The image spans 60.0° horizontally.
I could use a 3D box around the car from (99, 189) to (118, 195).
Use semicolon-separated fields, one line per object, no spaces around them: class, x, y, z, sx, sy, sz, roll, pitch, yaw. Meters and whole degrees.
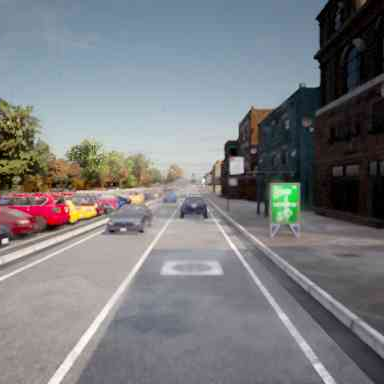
car;-22.069;0.010;88.045;4.553;1.767;2.185;0;1;1

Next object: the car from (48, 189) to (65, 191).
car;-22.339;0.683;51.972;4.553;1.767;2.185;0;1;1

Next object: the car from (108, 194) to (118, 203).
car;-9.503;1.196;29.612;4.892;1.521;2.231;0;1;1

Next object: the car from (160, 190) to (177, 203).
car;-3.199;0.824;48.960;1.882;1.535;5.008;0;1;1

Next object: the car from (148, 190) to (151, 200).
car;-9.262;0.842;51.876;4.792;1.488;2.163;0;1;1

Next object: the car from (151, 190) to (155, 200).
car;-9.242;0.752;57.441;4.674;1.452;2.002;0;1;1

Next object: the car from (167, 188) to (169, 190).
car;-8.985;0.230;85.268;4.674;1.452;2.002;0;1;1

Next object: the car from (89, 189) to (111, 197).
car;-22.082;0.166;79.816;4.553;1.767;2.185;0;1;1

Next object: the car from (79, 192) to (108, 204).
car;-9.492;1.117;26.702;4.553;1.767;2.185;0;1;1

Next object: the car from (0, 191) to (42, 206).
car;-22.416;0.829;43.619;4.553;1.767;2.185;0;1;1

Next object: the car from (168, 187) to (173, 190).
car;-8.746;0.082;90.831;5.366;1.575;1.946;0;1;1

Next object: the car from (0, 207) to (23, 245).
car;-9.621;1.494;12.913;4.792;1.488;2.163;0;1;1

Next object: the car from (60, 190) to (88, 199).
car;-22.299;0.480;63.111;4.553;1.767;2.185;0;1;1

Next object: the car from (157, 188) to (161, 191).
car;-9.348;0.555;65.791;5.366;1.575;1.946;0;1;1

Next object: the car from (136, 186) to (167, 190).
car;-9.057;0.150;74.132;5.566;2.045;2.435;0;1;1

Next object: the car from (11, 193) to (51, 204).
car;-22.425;0.946;46.407;4.674;1.452;2.002;0;1;1

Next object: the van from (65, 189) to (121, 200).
van;-9.588;0.922;32.392;4.442;1.987;1.878;0;1;1

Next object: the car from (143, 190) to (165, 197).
car;-9.028;0.297;79.702;4.892;1.521;2.231;0;1;1

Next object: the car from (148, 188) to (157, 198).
car;-9.183;0.536;60.220;4.553;1.767;2.185;0;1;1

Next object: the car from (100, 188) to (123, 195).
car;-22.039;-0.171;90.952;5.566;2.045;2.435;0;1;1

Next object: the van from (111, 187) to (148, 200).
van;-9.200;0.637;49.024;4.442;1.987;1.878;0;1;1

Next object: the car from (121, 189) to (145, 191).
car;-9.311;0.784;46.307;4.553;1.767;2.185;0;1;1

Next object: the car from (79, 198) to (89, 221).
car;-9.568;1.332;21.264;5.008;1.535;2.097;0;1;1

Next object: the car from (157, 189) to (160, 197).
car;-9.195;0.611;63.007;4.892;1.521;2.231;0;1;1

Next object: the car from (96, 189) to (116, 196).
car;-22.095;0.063;85.261;4.553;1.767;2.185;0;1;1

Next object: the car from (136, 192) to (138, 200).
car;-9.396;1.047;40.745;4.674;1.452;2.002;0;1;1

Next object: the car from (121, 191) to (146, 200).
car;-9.183;0.956;43.525;5.366;1.575;1.946;0;1;1

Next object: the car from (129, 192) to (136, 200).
car;-9.414;1.054;37.960;5.008;1.535;2.097;0;1;1

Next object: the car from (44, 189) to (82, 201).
car;-22.291;0.456;57.540;5.566;2.045;2.435;0;1;1

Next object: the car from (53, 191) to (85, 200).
car;-22.300;0.659;60.328;4.892;1.521;2.231;0;1;1

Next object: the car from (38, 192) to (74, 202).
car;-22.350;0.758;54.759;5.008;1.535;2.097;0;1;1

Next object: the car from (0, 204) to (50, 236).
car;-9.622;1.463;15.699;4.674;1.452;2.002;0;1;1

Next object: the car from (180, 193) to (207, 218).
car;0.148;1.064;27.273;2.097;1.767;4.553;0;1;0

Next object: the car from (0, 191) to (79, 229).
car;-9.628;1.126;18.477;5.566;2.045;2.435;0;1;1

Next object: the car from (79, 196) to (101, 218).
car;-9.733;1.283;24.048;5.366;1.575;1.946;0;1;1

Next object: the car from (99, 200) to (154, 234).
car;-3.283;1.398;18.648;2.033;1.411;5.357;0;1;1

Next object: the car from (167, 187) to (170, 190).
car;-8.986;0.167;88.051;4.792;1.488;2.163;0;1;1

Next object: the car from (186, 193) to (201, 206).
car;0.212;0.930;44.504;1.837;1.490;4.892;0;1;0

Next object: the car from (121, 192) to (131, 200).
car;-9.451;1.101;35.178;5.008;1.535;2.097;0;1;1

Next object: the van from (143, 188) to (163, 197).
van;-8.945;0.125;76.790;4.442;1.987;1.878;0;1;1

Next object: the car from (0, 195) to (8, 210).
car;-22.531;1.098;35.269;4.892;1.521;2.231;0;1;1

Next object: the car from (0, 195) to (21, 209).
car;-22.528;1.080;38.052;4.792;1.488;2.163;0;1;1
